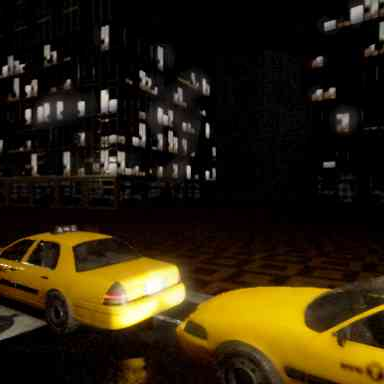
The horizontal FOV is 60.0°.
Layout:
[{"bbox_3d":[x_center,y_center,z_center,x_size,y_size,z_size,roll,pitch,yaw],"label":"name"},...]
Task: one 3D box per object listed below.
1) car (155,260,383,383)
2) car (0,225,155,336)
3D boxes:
[{"bbox_3d":[2.307,1.455,3.120,5.366,1.575,1.801,0,0,35],"label":"car"},{"bbox_3d":[-2.689,1.429,6.611,5.366,1.575,1.801,0,0,35],"label":"car"}]
